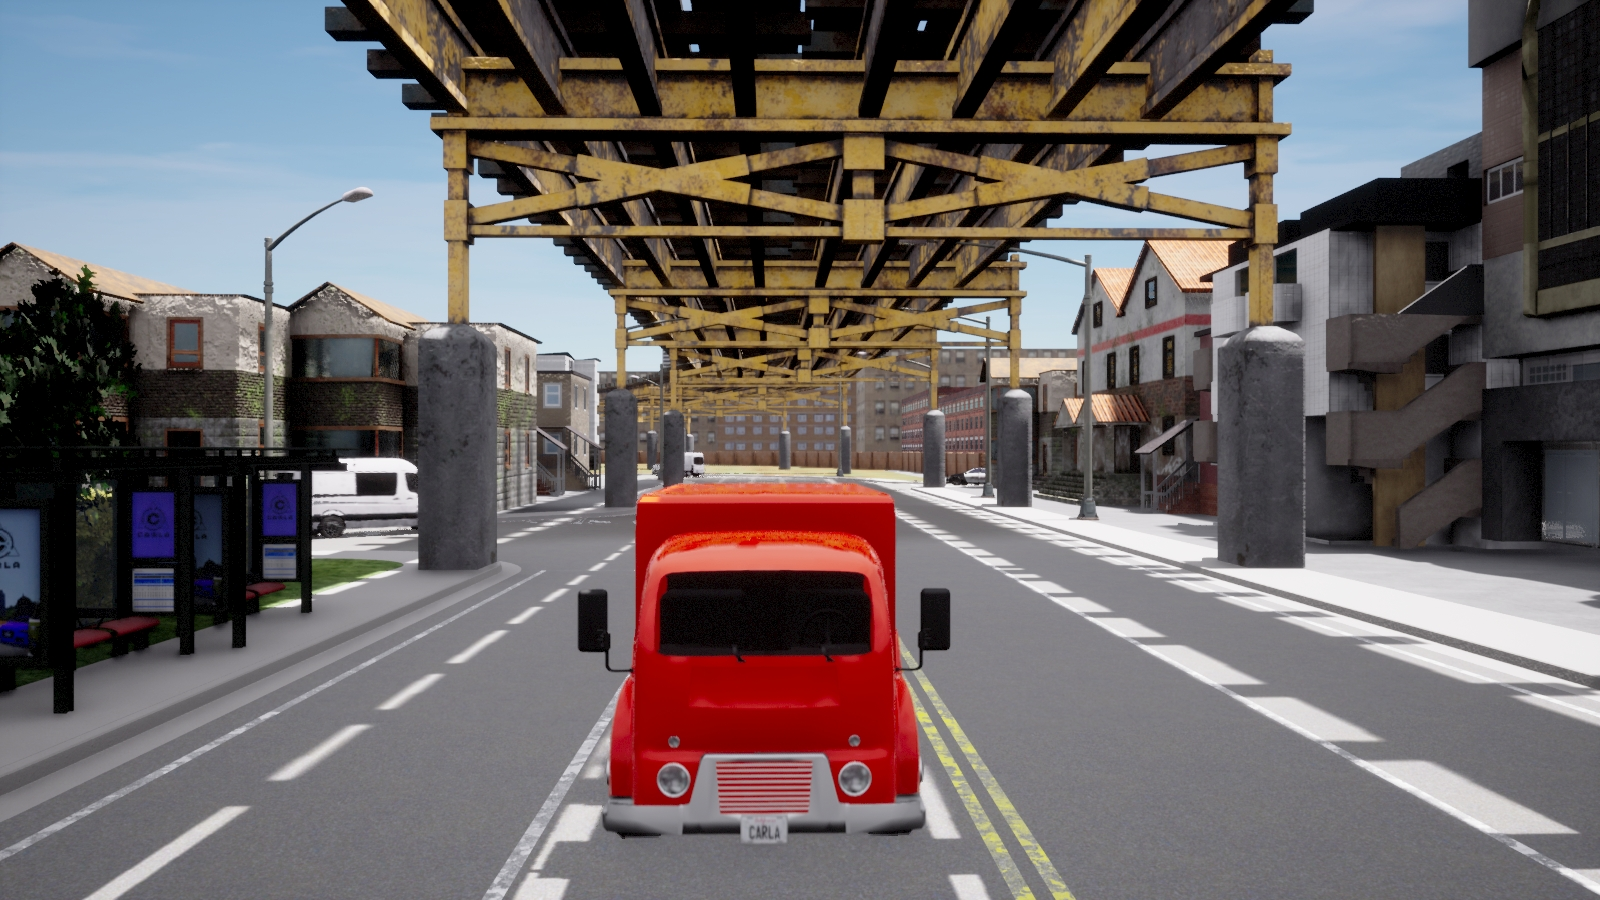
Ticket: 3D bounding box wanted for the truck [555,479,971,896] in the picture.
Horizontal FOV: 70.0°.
[{"bbox_3d":[-0.292,1.563,9.829,2.627,2.467,5.204,0,0,-1],"label":"truck"}]
